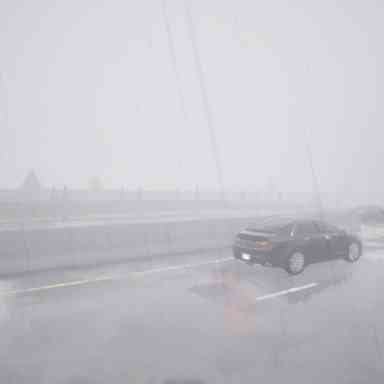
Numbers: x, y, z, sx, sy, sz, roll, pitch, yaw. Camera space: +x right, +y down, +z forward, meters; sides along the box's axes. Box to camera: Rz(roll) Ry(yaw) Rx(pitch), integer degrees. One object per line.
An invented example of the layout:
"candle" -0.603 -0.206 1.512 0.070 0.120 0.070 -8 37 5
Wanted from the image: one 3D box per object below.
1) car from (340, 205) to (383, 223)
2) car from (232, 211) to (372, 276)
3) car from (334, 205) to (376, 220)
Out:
"car" 14.003 1.759 26.831 5.357 1.411 2.033 3 -2 -35
"car" 3.453 1.525 10.507 4.892 1.490 1.837 0 0 -35
"car" 19.246 2.458 39.116 5.357 1.411 2.033 6 -3 -35
